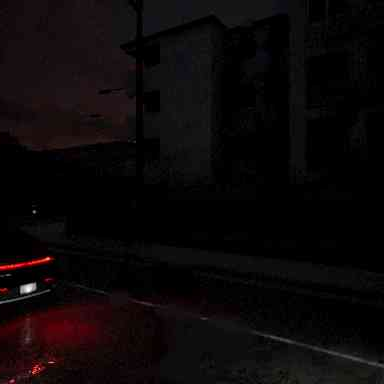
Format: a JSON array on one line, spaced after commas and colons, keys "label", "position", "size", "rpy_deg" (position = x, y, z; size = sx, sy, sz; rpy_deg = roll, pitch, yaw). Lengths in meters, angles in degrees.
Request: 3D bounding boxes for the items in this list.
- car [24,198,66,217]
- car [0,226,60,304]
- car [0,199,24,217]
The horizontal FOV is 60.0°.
[{"label": "car", "position": [-11.181, 1.257, 28.286], "size": [1.837, 1.490, 4.892], "rpy_deg": [0, 1, 31]}, {"label": "car", "position": [-4.960, 1.505, 7.430], "size": [4.892, 1.490, 1.837], "rpy_deg": [0, 0, 35]}, {"label": "car", "position": [-14.685, 1.317, 29.330], "size": [2.033, 1.411, 5.357], "rpy_deg": [0, 1, 32]}]
